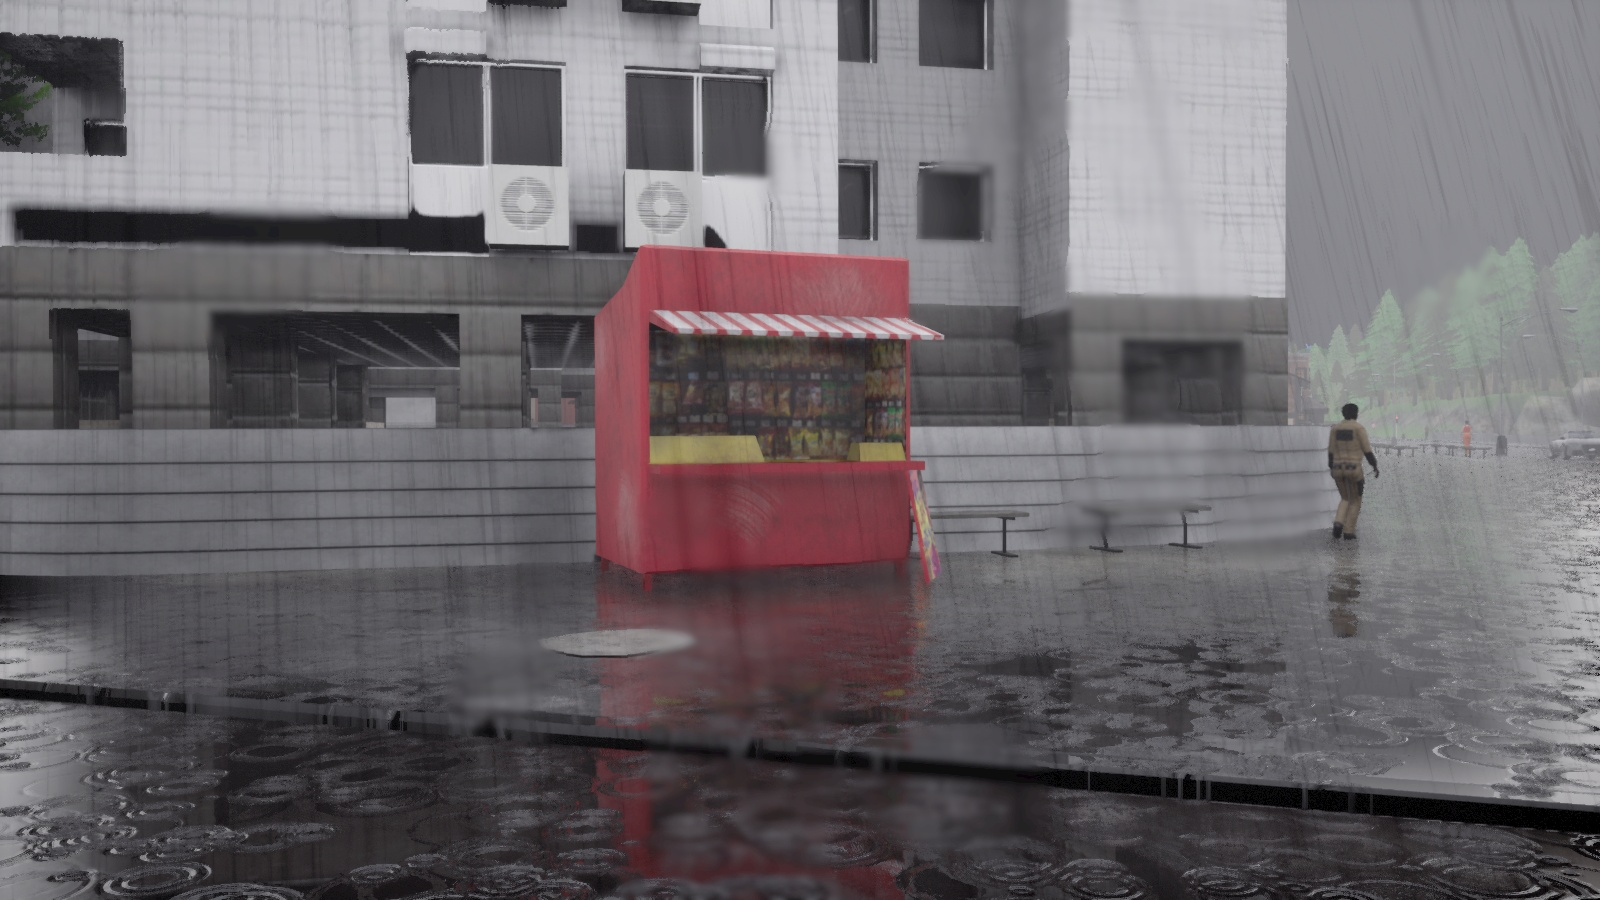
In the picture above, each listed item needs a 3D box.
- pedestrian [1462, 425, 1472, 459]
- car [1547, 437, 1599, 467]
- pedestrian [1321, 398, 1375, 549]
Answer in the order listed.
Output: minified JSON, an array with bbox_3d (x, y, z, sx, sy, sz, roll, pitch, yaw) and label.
[{"bbox_3d":[36.249,-0.420,68.243,0.345,1.836,0.594,0,1,16],"label":"pedestrian"},{"bbox_3d":[37.752,0.060,60.701,1.994,1.385,4.181,1,1,18],"label":"car"},{"bbox_3d":[7.176,0.300,16.433,0.692,1.930,0.396,-1,1,-44],"label":"pedestrian"}]
